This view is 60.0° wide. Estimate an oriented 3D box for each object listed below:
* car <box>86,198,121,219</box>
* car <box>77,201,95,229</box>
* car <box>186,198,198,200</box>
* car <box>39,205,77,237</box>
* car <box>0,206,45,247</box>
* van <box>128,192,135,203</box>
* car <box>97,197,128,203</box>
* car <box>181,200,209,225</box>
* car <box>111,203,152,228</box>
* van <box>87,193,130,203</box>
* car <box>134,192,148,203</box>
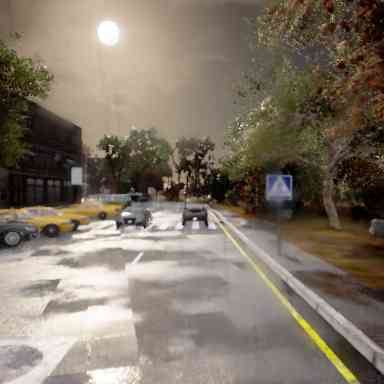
[{"bbox_3d":[-9.248,1.605,29.036,5.366,1.575,1.946,-1,0,-20],"label":"car"},{"bbox_3d":[-8.911,1.568,20.149,5.366,1.575,1.946,-1,-1,-20],"label":"car"},{"bbox_3d":[-0.070,1.505,42.355,2.128,1.511,4.902,0,0,-4],"label":"car"},{"bbox_3d":[-8.919,1.555,17.148,5.366,1.575,1.946,-1,-1,-20],"label":"car"},{"bbox_3d":[-9.112,1.547,14.084,4.892,1.521,2.231,-1,-1,-20],"label":"car"},{"bbox_3d":[-9.221,1.312,38.050,4.442,1.987,1.878,-1,1,-20],"label":"van"},{"bbox_3d":[-9.091,1.587,32.104,5.008,1.535,2.097,-1,0,-20],"label":"car"},{"bbox_3d":[0.228,1.616,25.262,1.837,1.490,4.892,0,-1,1],"label":"car"},{"bbox_3d":[-3.871,1.664,22.687,1.994,1.385,4.181,0,0,0],"label":"car"},{"bbox_3d":[-9.208,1.338,35.049,4.442,1.987,1.878,-1,1,-20],"label":"van"},{"bbox_3d":[-10.651,1.047,64.325,2.150,2.045,5.566,1,0,-40],"label":"car"}]
